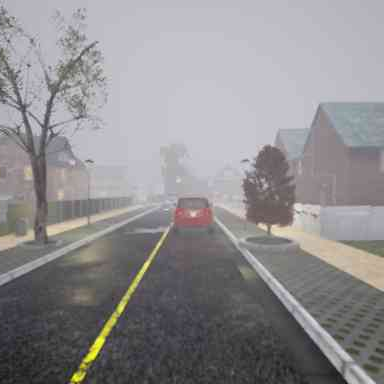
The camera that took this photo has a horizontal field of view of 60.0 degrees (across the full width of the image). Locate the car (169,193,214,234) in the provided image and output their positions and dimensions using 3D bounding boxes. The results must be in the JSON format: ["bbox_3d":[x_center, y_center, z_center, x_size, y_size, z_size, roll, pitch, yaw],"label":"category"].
[{"bbox_3d":[0.066,1.204,19.329,2.150,2.045,5.566,0,1,0],"label":"car"}]

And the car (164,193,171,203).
[{"bbox_3d":[-2.842,1.078,49.678,2.150,2.045,5.566,0,0,0],"label":"car"}]

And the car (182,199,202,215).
[{"bbox_3d":[0.017,1.530,35.374,2.033,1.411,5.357,0,0,0],"label":"car"}]
